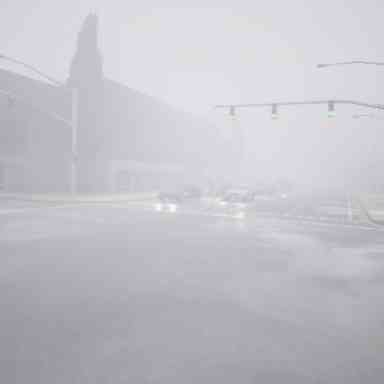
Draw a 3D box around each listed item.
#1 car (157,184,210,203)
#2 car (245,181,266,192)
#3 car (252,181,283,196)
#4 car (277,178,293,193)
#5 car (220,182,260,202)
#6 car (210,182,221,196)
[{"bbox_3d":[-0.743,0.027,27.101,2.033,1.411,5.357,4,3,26],"label":"car"},{"bbox_3d":[9.413,-0.820,48.773,1.837,1.490,4.892,4,3,25],"label":"car"},{"bbox_3d":[8.909,-0.294,39.498,2.033,1.411,5.357,4,3,25],"label":"car"},{"bbox_3d":[13.597,-0.985,49.418,2.150,2.045,5.566,4,3,25],"label":"car"},{"bbox_3d":[4.414,0.044,29.847,1.812,1.442,4.674,4,3,25],"label":"car"},{"bbox_3d":[3.354,-0.355,35.856,2.128,1.511,4.902,4,3,25],"label":"car"}]
